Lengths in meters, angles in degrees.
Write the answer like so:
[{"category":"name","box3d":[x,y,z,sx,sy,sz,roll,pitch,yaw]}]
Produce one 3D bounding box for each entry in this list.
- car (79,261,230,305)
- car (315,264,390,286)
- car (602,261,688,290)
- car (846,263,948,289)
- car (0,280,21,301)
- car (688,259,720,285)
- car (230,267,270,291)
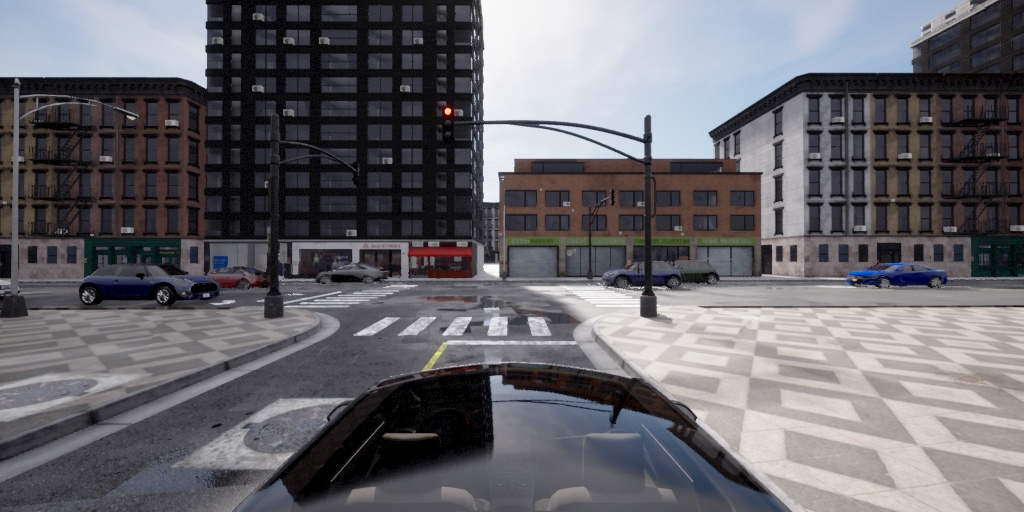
[{"category":"car","box3d":[-15.217,1.088,15.257,4.553,1.767,2.097,0,0,1]},{"category":"car","box3d":[-11.176,1.301,25.242,4.902,1.511,2.128,0,0,0]},{"category":"car","box3d":[7.887,1.098,22.054,4.553,1.767,2.097,0,0,0]},{"category":"car","box3d":[23.600,1.191,22.100,5.008,1.535,1.882,0,0,0]},{"category":"car","box3d":[-24.098,1.279,15.252,4.674,1.442,1.812,0,0,0]},{"category":"car","box3d":[11.966,1.117,25.316,4.553,1.767,2.097,0,0,0]},{"category":"car","box3d":[-17.176,1.358,21.974,4.181,1.385,1.994,0,0,0]}]
